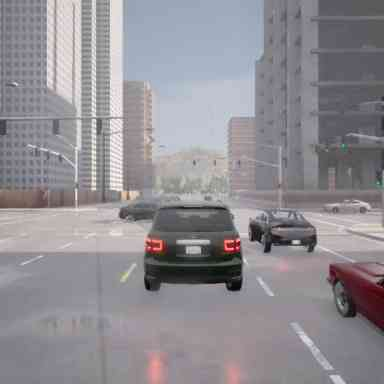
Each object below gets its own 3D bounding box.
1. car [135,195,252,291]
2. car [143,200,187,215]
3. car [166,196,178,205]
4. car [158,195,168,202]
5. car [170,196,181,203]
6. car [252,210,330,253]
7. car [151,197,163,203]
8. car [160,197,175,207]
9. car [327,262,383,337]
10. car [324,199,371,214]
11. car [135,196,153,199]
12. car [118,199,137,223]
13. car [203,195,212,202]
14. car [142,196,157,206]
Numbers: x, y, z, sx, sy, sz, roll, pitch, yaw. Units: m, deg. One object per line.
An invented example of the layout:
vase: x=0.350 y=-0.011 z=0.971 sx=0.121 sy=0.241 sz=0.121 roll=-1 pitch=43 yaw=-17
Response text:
car: x=0.034 y=1.221 z=9.149 sx=2.150 sy=2.045 sz=5.566 roll=0 pitch=0 yaw=0
car: x=-2.759 y=1.601 z=34.881 sx=1.895 sy=1.301 sz=4.718 roll=0 pitch=0 yaw=37
car: x=-3.684 y=1.505 z=61.600 sx=1.837 sy=1.490 sz=4.892 roll=0 pitch=0 yaw=1
car: x=-6.894 y=1.495 z=78.600 sx=1.837 sy=1.490 sz=4.892 roll=0 pitch=0 yaw=1
car: x=-3.492 y=1.553 z=71.365 sx=1.994 sy=1.385 sz=4.181 roll=0 pitch=0 yaw=1
car: x=3.540 y=1.492 z=13.726 sx=2.128 sy=1.511 sz=4.902 roll=0 pitch=0 yaw=0
car: x=-7.054 y=1.601 z=67.817 sx=1.895 sy=1.301 sz=4.718 roll=0 pitch=0 yaw=1
car: x=-3.833 y=1.505 z=52.221 sx=1.837 sy=1.490 sz=4.892 roll=0 pitch=0 yaw=1
car: x=3.590 y=1.601 z=4.472 sx=1.895 sy=1.301 sz=4.718 roll=0 pitch=0 yaw=0
car: x=16.543 y=1.526 z=35.573 sx=4.674 sy=1.442 sz=1.812 roll=0 pitch=0 yaw=0
car: x=-7.381 y=1.352 z=47.955 sx=2.097 sy=1.767 sz=4.553 roll=0 pitch=0 yaw=1
car: x=-3.033 y=1.506 z=24.955 sx=4.892 sy=1.490 sz=1.837 roll=0 pitch=0 yaw=0
car: x=3.605 y=1.500 z=78.452 sx=1.837 sy=1.490 sz=4.892 roll=0 pitch=0 yaw=1
car: x=-7.271 y=1.505 z=56.856 sx=1.837 sy=1.490 sz=4.892 roll=0 pitch=0 yaw=1
